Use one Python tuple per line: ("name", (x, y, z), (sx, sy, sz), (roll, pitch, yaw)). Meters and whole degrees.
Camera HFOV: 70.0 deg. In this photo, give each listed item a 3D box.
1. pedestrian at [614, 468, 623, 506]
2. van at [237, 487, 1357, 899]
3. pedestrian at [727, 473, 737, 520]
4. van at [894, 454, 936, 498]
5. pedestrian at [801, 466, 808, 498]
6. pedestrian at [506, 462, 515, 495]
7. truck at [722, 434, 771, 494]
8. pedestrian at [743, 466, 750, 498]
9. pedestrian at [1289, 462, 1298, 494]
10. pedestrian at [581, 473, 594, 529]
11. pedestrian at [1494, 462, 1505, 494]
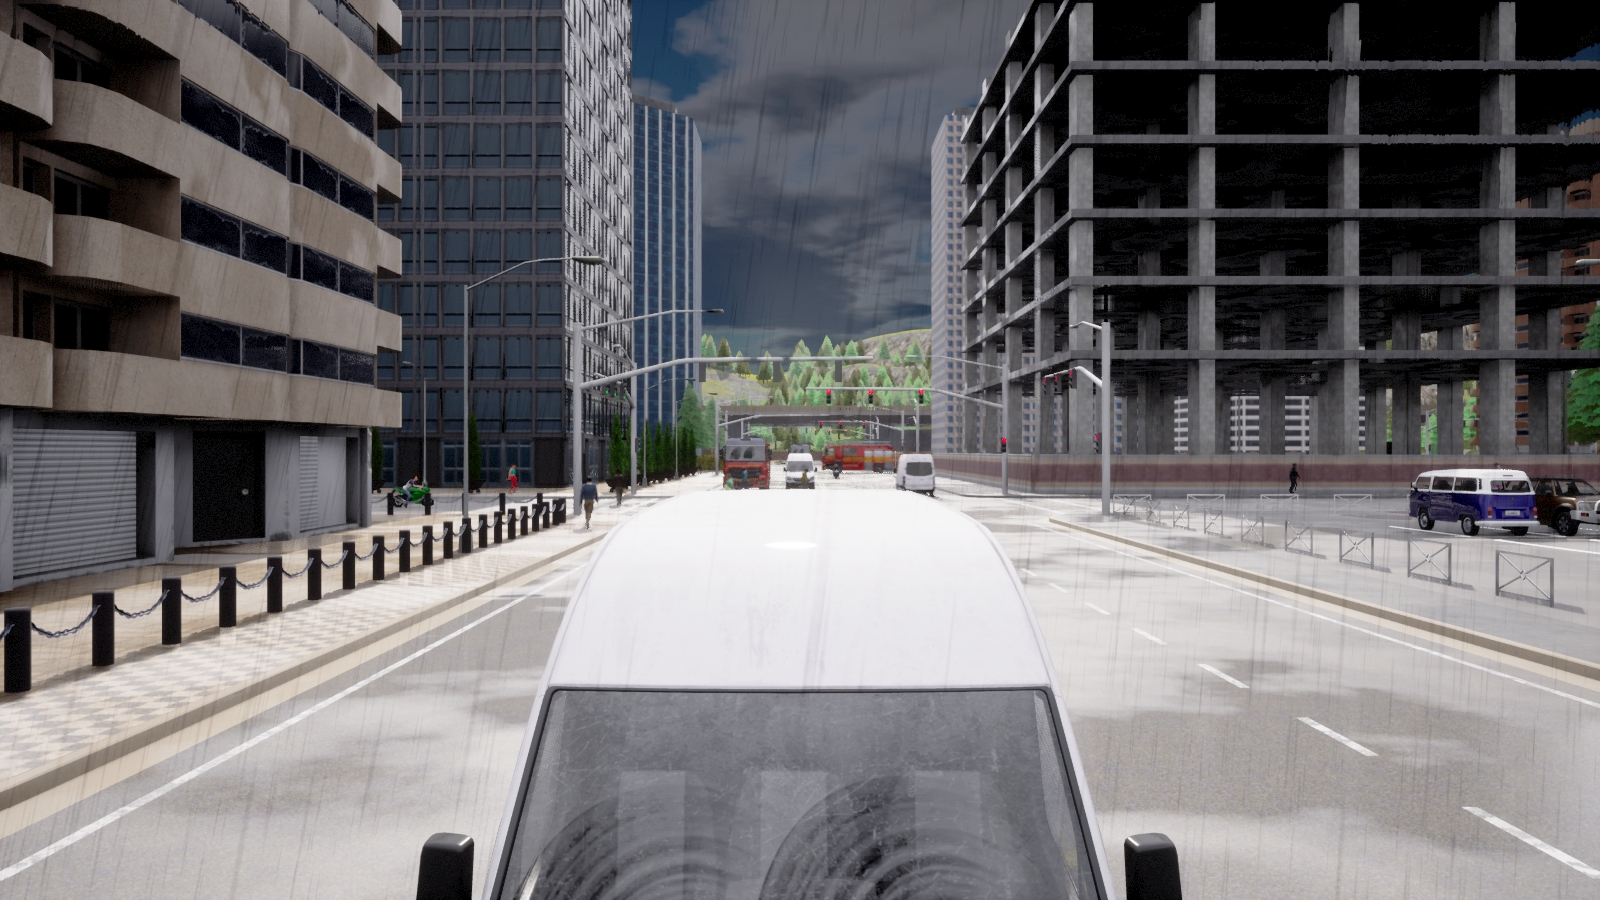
("pedestrian", (-8.863, 1.805, 55.923), (0.375, 1.860, 0.375), (0, 0, 0))
("van", (-0.002, 1.534, 4.985), (1.988, 2.561, 5.915), (0, 0, 0))
("pedestrian", (-2.724, 1.844, 45.601), (0.375, 1.860, 0.375), (0, 0, -7))
("van", (7.005, 1.538, 70.065), (1.988, 2.561, 5.915), (0, 0, 0))
("pedestrian", (0.271, 1.846, 66.654), (0.375, 1.860, 0.375), (0, 0, 1))
("pedestrian", (-16.554, 1.641, 65.313), (0.375, 1.860, 0.375), (0, 0, 11))
("truck", (-3.496, 0.891, 77.013), (2.891, 3.827, 8.468), (0, 0, 0))
("pedestrian", (-3.134, 1.848, 66.933), (0.375, 1.860, 0.375), (0, 0, -15))
("pedestrian", (28.760, 1.641, 66.584), (0.375, 1.860, 0.375), (0, 0, -1))
("pedestrian", (-7.095, 1.697, 38.201), (0.375, 1.860, 0.375), (0, 0, -4))
("pedestrian", (40.796, 1.640, 66.641), (0.375, 1.860, 0.375), (0, 0, 1))
